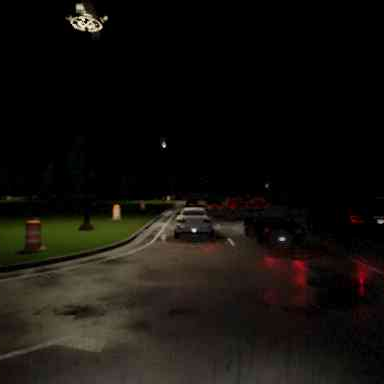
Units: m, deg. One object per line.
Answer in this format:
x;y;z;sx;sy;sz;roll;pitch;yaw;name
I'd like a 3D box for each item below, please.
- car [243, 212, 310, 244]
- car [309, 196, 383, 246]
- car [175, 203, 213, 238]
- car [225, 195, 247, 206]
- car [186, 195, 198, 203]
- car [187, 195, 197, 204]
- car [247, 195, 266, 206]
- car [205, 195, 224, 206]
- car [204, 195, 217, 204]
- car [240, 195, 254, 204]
3.598;1.574;15.480;1.895;1.301;4.718;0;0;0;car
7.098;1.195;15.155;2.150;2.045;5.566;0;0;0;car
0.096;1.496;17.375;1.812;1.442;4.674;0;0;0;car
6.988;1.260;53.439;2.097;1.767;4.553;0;0;0;car
-0.012;1.456;53.051;2.033;1.411;5.357;0;0;0;car
-0.014;1.397;63.471;1.837;1.490;4.892;0;0;0;car
10.488;1.386;53.053;1.882;1.535;5.008;0;0;0;car
3.488;1.260;53.438;2.097;1.767;4.553;0;0;0;car
3.486;1.382;63.472;2.128;1.511;4.902;0;0;0;car
10.486;1.369;63.473;1.882;1.535;5.008;0;0;0;car
